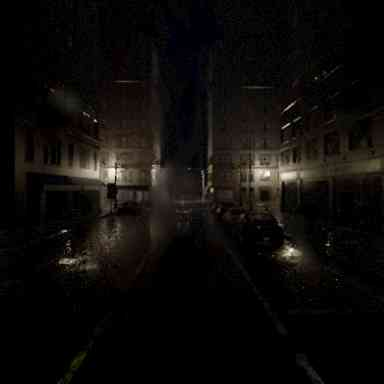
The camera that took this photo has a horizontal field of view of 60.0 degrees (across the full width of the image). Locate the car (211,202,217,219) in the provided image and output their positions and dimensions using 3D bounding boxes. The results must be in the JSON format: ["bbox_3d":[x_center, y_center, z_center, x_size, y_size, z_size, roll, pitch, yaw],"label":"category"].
[{"bbox_3d":[2.721,1.538,25.890,1.947,1.339,4.313,-1,0,0],"label":"car"}]

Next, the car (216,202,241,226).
[{"bbox_3d":[2.751,1.502,20.473,1.752,1.417,4.829,-1,0,0],"label":"car"}]

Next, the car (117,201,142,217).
[{"bbox_3d":[-5.856,1.536,31.424,1.887,1.381,4.507,-1,0,0],"label":"car"}]

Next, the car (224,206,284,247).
[{"bbox_3d":[2.783,1.533,14.718,2.008,1.369,4.403,-1,0,0],"label":"car"}]

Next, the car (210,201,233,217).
[{"bbox_3d":[2.690,1.548,31.475,1.802,1.307,4.206,-1,0,0],"label":"car"}]
